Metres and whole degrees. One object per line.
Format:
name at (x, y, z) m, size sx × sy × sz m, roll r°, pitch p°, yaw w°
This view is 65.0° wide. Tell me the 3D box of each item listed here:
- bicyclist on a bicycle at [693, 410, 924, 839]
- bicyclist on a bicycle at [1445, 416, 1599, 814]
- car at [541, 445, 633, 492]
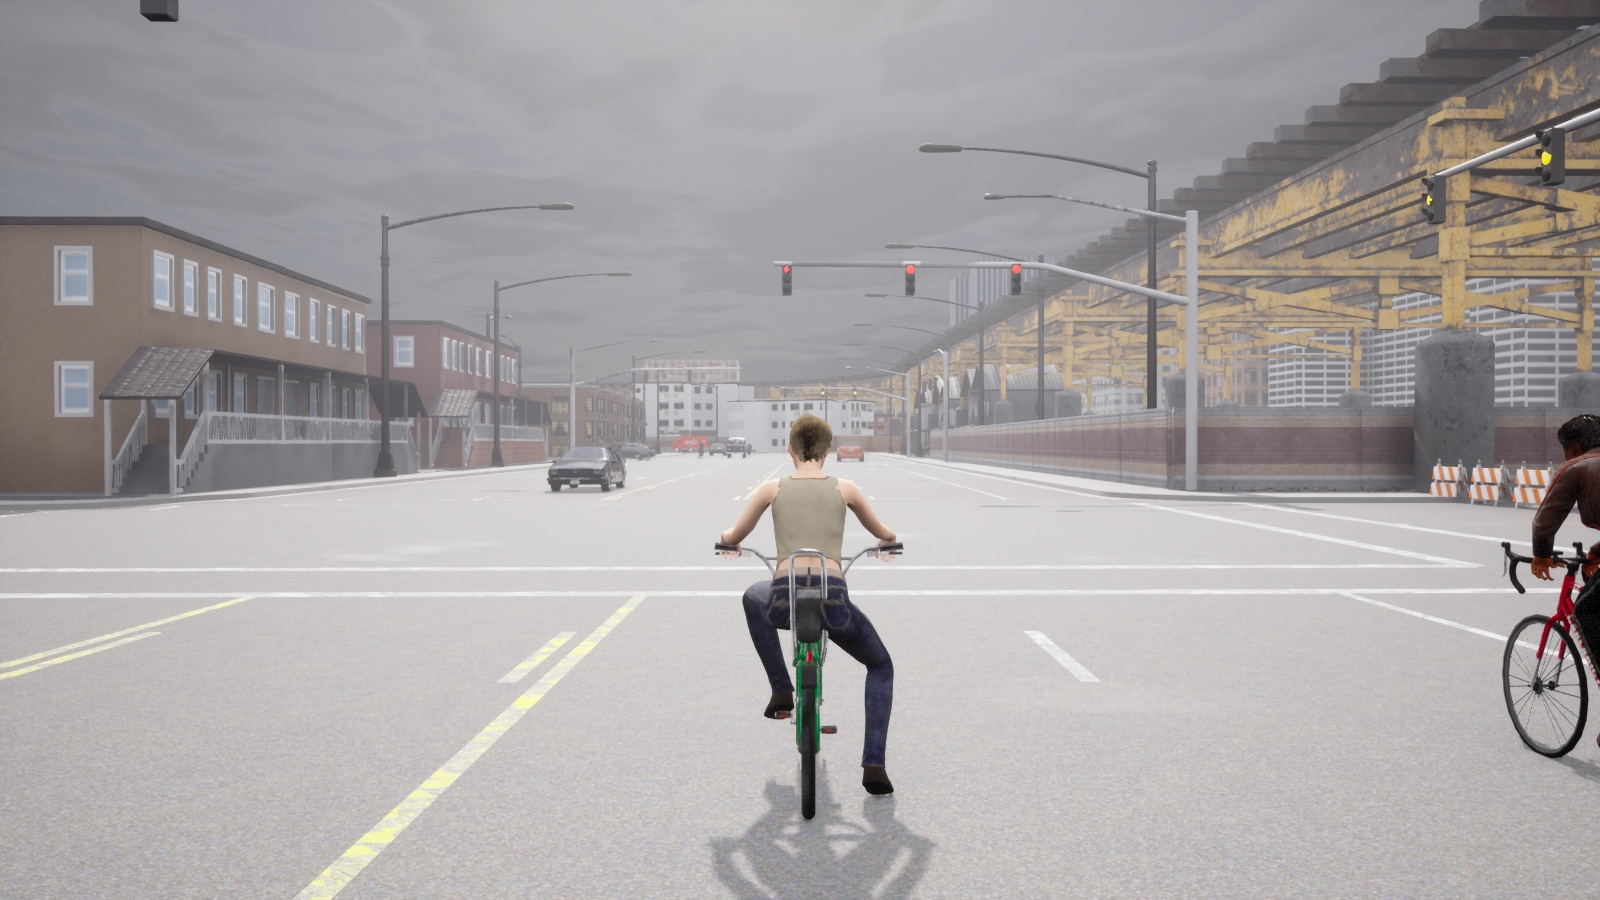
bicyclist on a bicycle at (0.038, 0.652, 5.474) m, size 0.866 × 1.612 × 1.509 m, roll 0°, pitch 0°, yaw 0°
bicyclist on a bicycle at (3.545, 0.671, 5.511) m, size 0.582 × 1.620 × 1.656 m, roll 0°, pitch 0°, yaw 0°
car at (-6.773, 0.560, 40.534) m, size 2.033 × 1.411 × 5.357 m, roll 0°, pitch 0°, yaw 0°
